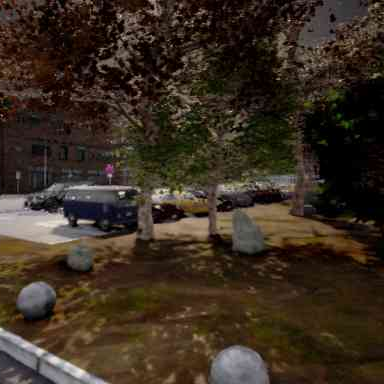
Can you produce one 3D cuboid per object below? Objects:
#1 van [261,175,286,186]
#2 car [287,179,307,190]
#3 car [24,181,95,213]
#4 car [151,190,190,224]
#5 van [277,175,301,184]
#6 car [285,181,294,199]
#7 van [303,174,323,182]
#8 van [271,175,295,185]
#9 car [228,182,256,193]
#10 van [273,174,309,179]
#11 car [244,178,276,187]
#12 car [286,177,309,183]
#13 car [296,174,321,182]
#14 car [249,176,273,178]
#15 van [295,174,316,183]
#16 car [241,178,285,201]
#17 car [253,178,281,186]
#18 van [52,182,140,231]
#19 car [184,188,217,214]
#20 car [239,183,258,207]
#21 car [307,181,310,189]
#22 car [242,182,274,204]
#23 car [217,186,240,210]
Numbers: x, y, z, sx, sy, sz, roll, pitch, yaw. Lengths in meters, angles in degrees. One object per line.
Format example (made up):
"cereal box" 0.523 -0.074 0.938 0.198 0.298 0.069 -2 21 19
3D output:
"van" 16.070 -2.276 65.647 4.442 1.987 1.878 2 4 37
"car" 8.724 -0.224 34.111 5.008 1.535 2.097 2 4 37
"car" -9.138 0.270 24.230 2.150 2.045 5.566 2 4 37
"car" -2.839 0.805 18.532 4.792 1.488 2.163 2 4 37
"van" 21.088 -2.710 72.384 4.442 1.987 1.878 2 4 37
"car" 7.071 -0.042 31.888 4.674 1.452 2.002 2 4 37
"van" 31.126 -3.657 85.854 4.442 1.987 1.878 2 4 37
"van" 19.230 -2.568 70.280 4.442 1.987 1.878 2 4 37
"car" 6.931 -0.724 45.695 1.895 1.301 4.718 2 4 37
"van" 12.131 -0.730 38.472 4.442 1.987 1.878 2 4 37
"car" 12.485 -1.776 61.349 5.366 1.575 1.946 2 4 37
"car" 24.343 -2.750 76.963 4.674 1.452 2.002 2 4 37
"car" 29.336 -3.521 83.695 5.566 2.045 2.435 2 4 37
"car" 10.935 -1.877 58.996 5.566 2.045 2.435 2 4 37
"van" 27.782 -3.328 81.368 4.442 1.987 1.878 2 4 37
"car" 5.440 -0.064 29.636 4.553 1.767 2.185 2 4 37
"car" 14.309 -1.871 63.485 4.674 1.452 2.002 2 4 37
"van" -4.615 0.690 16.384 4.442 1.987 1.878 2 4 37
"car" -1.356 0.624 20.883 5.366 1.575 1.946 2 4 37
"car" 2.099 0.346 25.220 4.892 1.521 2.231 2 4 37
"car" 10.383 -0.326 36.336 4.674 1.452 2.002 2 4 37
"car" 3.765 0.203 27.435 5.008 1.535 2.097 2 4 37
"car" 0.473 0.518 22.979 4.792 1.488 2.163 2 4 37
